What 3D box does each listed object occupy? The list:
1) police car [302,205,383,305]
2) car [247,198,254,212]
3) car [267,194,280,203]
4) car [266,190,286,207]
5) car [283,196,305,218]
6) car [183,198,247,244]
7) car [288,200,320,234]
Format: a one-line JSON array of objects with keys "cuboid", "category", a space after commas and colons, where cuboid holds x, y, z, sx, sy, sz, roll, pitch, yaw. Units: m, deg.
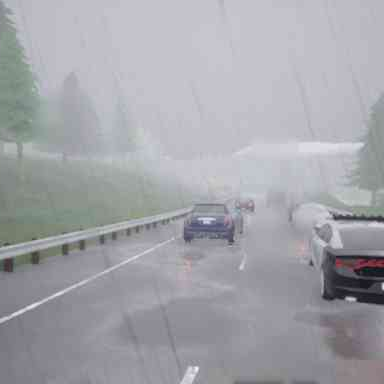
[{"cuboid": [3.947, 1.352, 8.041, 1.930, 1.638, 5.238, 0, 1, 15], "category": "police car"}, {"cuboid": [5.399, 1.258, 33.943, 1.895, 1.301, 4.718, 0, 1, 12], "category": "car"}, {"cuboid": [13.399, 1.009, 54.909, 2.033, 1.411, 5.357, 0, 1, 12], "category": "car"}, {"cuboid": [10.647, 0.808, 42.085, 2.150, 2.045, 5.566, 0, 0, 12], "category": "car"}, {"cuboid": [7.727, 1.279, 23.681, 1.837, 1.490, 4.892, 0, 1, 13], "category": "car"}, {"cuboid": [1.110, 1.194, 15.146, 2.097, 1.767, 4.553, 0, 1, 14], "category": "car"}, {"cuboid": [6.358, 1.357, 17.763, 1.812, 1.442, 4.674, 0, 1, 13], "category": "car"}]
